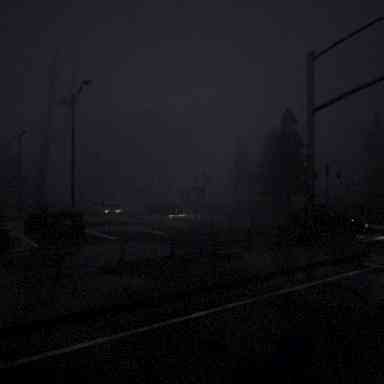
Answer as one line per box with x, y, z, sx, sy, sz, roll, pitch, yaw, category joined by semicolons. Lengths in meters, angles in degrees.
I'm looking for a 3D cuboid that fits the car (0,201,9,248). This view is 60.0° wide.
-8.876;1.331;13.432;2.152;1.636;5.027;0;0;-36;car

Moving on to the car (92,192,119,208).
-12.394;1.035;47.310;2.150;2.045;5.566;0;0;-37;car

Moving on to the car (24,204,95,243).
-6.368;1.340;15.317;2.007;1.523;4.514;0;0;-36;car

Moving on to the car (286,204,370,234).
7.831;1.496;19.556;2.128;1.511;4.902;0;0;-34;car

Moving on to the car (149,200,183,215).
-2.685;1.568;34.048;1.994;1.385;4.181;0;0;-36;car
